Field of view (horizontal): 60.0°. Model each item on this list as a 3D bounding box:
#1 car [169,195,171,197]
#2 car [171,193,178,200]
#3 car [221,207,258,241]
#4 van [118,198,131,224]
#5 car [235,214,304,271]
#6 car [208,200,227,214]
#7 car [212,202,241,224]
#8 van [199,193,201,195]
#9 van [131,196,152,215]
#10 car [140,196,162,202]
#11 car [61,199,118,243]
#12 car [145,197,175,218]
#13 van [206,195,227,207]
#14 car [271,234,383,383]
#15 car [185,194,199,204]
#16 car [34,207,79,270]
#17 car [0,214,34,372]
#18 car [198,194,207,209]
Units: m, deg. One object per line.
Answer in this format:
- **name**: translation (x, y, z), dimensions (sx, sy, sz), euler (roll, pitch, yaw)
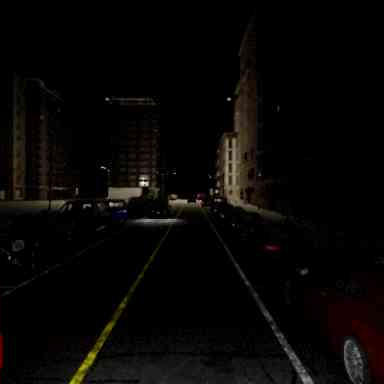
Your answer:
- **car**: translation (-5.402, 1.492, 61.734), dimensions (1.967, 1.590, 4.097), euler (0, 0, 0)
- **car**: translation (-5.408, 1.507, 88.614), dimensions (1.967, 1.590, 4.097), euler (0, 0, 0)
- **car**: translation (2.633, 1.596, 16.295), dimensions (1.802, 1.307, 4.206), euler (0, 0, 0)
- **van**: translation (-5.393, 1.360, 21.974), dimensions (1.690, 1.788, 3.998), euler (0, 0, 0)
- **car**: translation (2.635, 1.591, 10.615), dimensions (1.802, 1.307, 4.206), euler (0, 0, 0)
- **car**: translation (2.631, 1.590, 27.655), dimensions (1.947, 1.339, 4.313), euler (0, 0, 0)
- **car**: translation (2.632, 1.570, 21.975), dimensions (2.008, 1.369, 4.403), euler (0, 0, 0)
- **van**: translation (2.624, 1.392, 61.735), dimensions (1.690, 1.788, 3.998), euler (0, 0, 0)
- **van**: translation (-5.396, 1.370, 33.334), dimensions (1.690, 1.788, 3.998), euler (0, 0, 0)
- **car**: translation (-9.464, 1.581, 76.717), dimensions (4.718, 1.301, 1.895), euler (0, 0, 8)
- **car**: translation (-5.392, 1.329, 16.294), dimensions (2.192, 1.841, 5.009), euler (0, 0, 0)
- **car**: translation (-2.854, 1.531, 30.416), dimensions (1.837, 1.490, 4.892), euler (0, 0, 0)
- **van**: translation (2.629, 1.370, 33.335), dimensions (1.690, 1.788, 3.998), euler (0, 0, 0)
- **car**: translation (2.636, 1.586, 4.935), dimensions (1.802, 1.307, 4.206), euler (0, 0, 0)
- **car**: translation (-0.015, 1.608, 65.407), dimensions (2.033, 1.411, 5.357), euler (0, 0, 0)
- **car**: translation (-5.391, 1.449, 10.614), dimensions (1.967, 1.590, 4.097), euler (0, 0, 0)
- **car**: translation (-2.848, 1.225, 0.870), dimensions (2.150, 2.045, 5.566), euler (0, 0, 0)
- **car**: translation (2.214, 1.498, 47.323), dimensions (1.801, 1.575, 5.366), euler (0, 0, 0)
